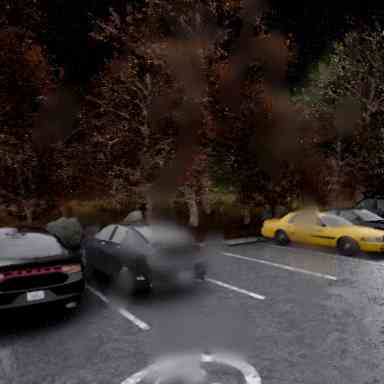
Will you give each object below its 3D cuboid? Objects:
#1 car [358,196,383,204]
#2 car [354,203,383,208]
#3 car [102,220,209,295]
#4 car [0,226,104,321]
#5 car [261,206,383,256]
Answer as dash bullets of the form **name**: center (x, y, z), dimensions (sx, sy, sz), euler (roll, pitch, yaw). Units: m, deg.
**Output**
- **car**: center (9.701, 1.204, 17.008), dimensions (2.435, 2.045, 5.566), euler (-1, 0, -35)
- **car**: center (7.446, 1.482, 15.373), dimensions (2.097, 1.535, 5.008), euler (-1, 0, -35)
- **car**: center (-1.525, 1.506, 8.964), dimensions (2.231, 1.521, 4.892), euler (0, 0, -35)
- **car**: center (-3.901, 1.488, 7.271), dimensions (2.097, 1.535, 5.008), euler (0, 0, -35)
- **car**: center (5.285, 1.497, 13.598), dimensions (1.946, 1.575, 5.366), euler (0, 0, -35)
